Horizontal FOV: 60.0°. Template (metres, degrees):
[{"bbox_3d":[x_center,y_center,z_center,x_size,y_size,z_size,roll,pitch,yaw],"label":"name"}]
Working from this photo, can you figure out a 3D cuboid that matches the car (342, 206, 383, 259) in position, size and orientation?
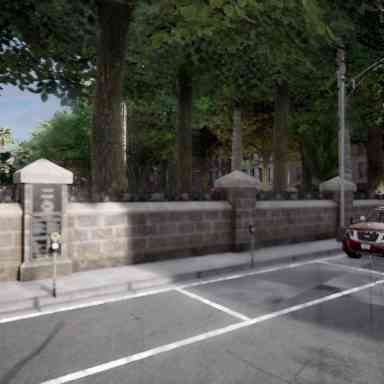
[{"bbox_3d":[7.474,1.410,11.862,5.009,1.841,2.192,1,0,-35],"label":"car"}]
